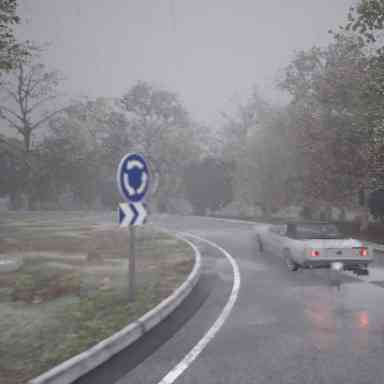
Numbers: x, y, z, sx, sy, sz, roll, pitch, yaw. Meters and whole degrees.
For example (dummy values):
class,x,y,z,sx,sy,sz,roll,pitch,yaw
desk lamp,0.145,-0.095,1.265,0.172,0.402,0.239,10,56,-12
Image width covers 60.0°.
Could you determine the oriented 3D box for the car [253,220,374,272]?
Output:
class,x,y,z,sx,sy,sz,roll,pitch,yaw
car,3.416,1.525,10.504,1.895,1.301,4.718,0,1,-6
